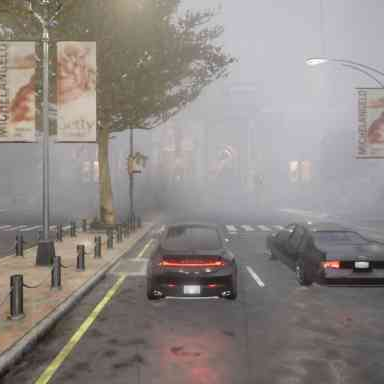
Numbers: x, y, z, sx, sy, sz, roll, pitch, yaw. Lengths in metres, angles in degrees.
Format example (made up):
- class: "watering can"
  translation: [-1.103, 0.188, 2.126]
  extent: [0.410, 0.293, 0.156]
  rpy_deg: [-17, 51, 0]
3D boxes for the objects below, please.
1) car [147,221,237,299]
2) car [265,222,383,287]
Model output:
- class: "car"
  translation: [-0.004, 1.505, 8.397]
  extent: [1.837, 1.490, 4.892]
  rpy_deg: [0, 0, 0]
- class: "car"
  translation: [3.494, 1.547, 9.362]
  extent: [2.033, 1.411, 5.357]
  rpy_deg: [0, 0, 0]
